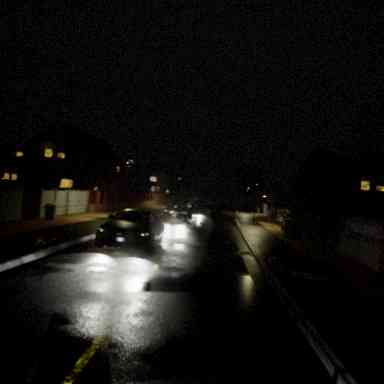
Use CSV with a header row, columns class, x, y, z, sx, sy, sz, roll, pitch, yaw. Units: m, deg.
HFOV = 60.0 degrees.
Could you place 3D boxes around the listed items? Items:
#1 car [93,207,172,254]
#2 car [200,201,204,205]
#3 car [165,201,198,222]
class,x,y,z,sx,sy,sz,roll,pitch,yaw
car,-2.199,1.378,12.809,1.994,1.385,4.181,6,0,4
car,0.819,1.381,41.534,2.128,1.511,4.902,6,0,8
car,-1.010,1.465,26.565,2.128,1.511,4.902,6,0,6
